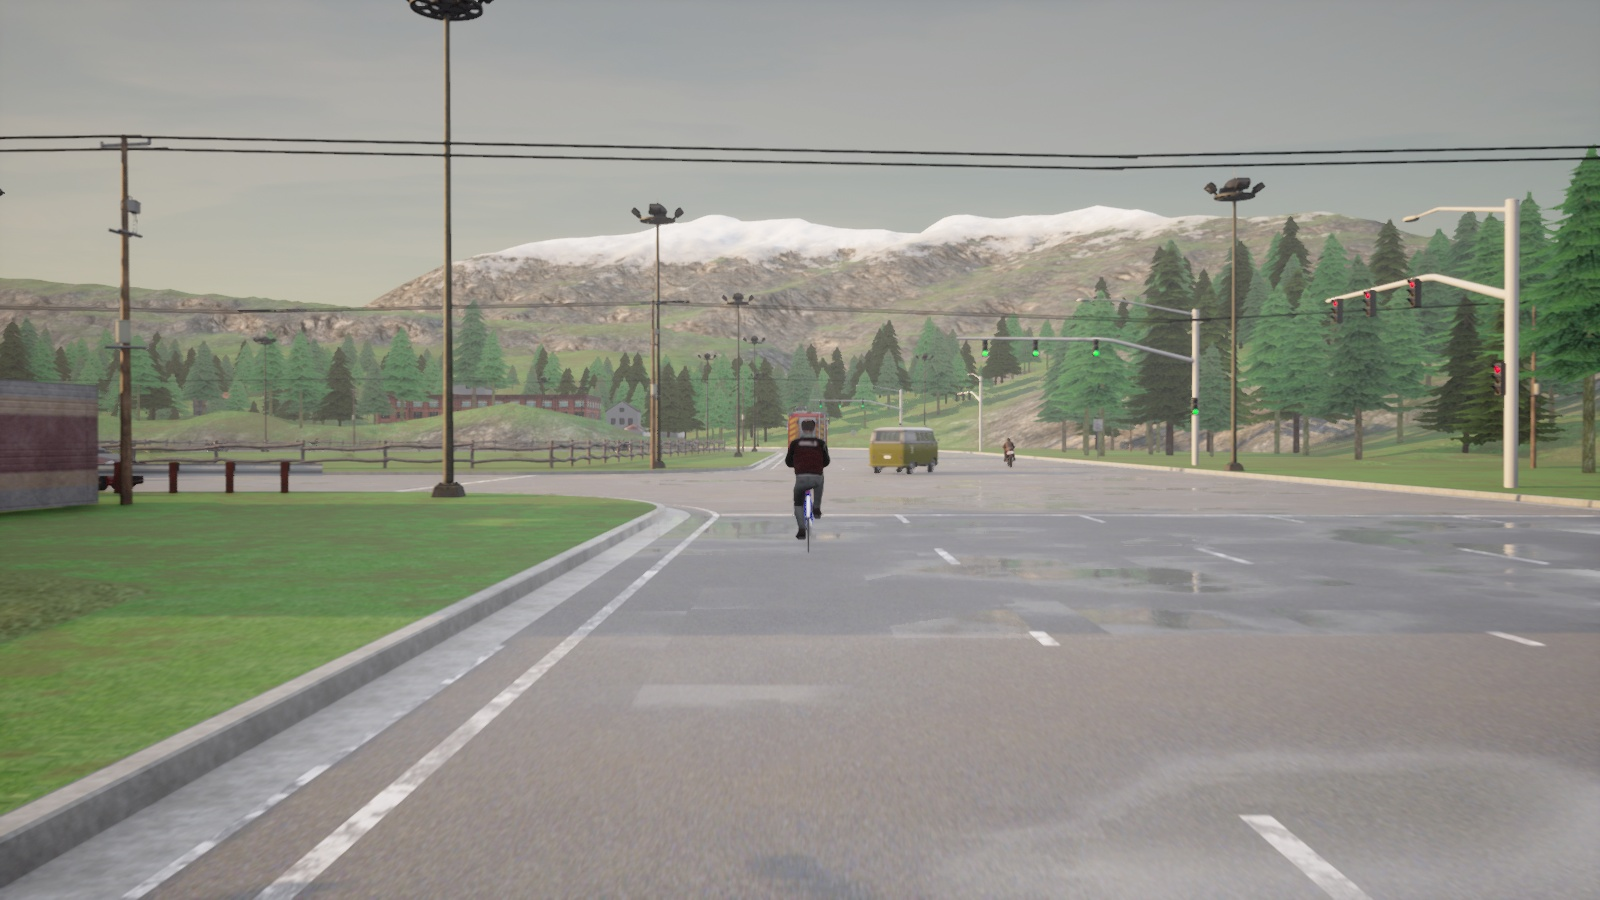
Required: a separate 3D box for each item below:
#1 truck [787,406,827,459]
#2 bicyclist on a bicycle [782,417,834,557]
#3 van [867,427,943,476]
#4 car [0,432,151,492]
[{"bbox_3d":[0.556,-1.279,94.920,2.891,3.827,8.468,0,1,0],"label":"truck"},{"bbox_3d":[0.111,0.464,16.874,0.659,1.776,1.843,0,1,0],"label":"bicyclist on a bicycle"},{"bbox_3d":[4.510,0.019,53.361,1.775,1.987,4.442,0,1,25],"label":"van"},{"bbox_3d":[-20.491,0.312,34.859,3.988,1.617,1.851,0,1,0],"label":"car"}]
